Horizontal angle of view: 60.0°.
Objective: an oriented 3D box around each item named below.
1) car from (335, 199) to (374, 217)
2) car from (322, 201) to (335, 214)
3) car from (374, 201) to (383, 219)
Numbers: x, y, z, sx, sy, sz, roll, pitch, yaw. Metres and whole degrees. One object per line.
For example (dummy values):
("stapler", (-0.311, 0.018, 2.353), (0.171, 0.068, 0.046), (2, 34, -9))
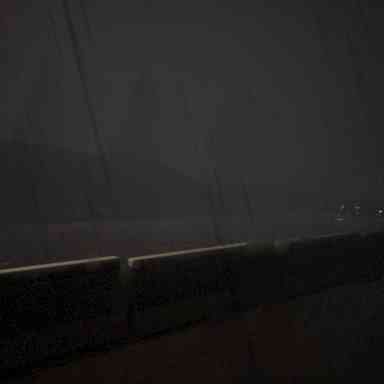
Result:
("car", (16.748, 1.511, 33.129), (4.553, 1.767, 2.097), (0, 0, -35))
("car", (16.573, 1.682, 37.300), (4.674, 1.442, 1.812), (0, 0, -35))
("car", (19.066, 1.664, 30.485), (4.892, 1.490, 1.837), (0, 0, -35))
